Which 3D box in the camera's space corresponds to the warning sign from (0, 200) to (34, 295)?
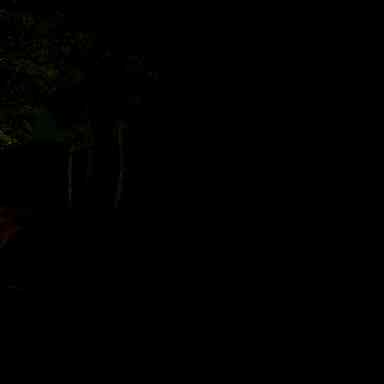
[{"bbox_3d":[-4.229,1.110,6.934,1.060,1.860,1.300,1,0,35],"label":"warning sign"}]
